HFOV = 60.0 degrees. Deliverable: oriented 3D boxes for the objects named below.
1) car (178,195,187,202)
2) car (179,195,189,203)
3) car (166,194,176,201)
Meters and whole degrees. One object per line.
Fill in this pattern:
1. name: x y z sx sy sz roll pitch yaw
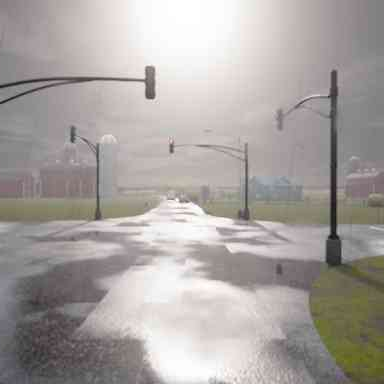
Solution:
1. car: -2.258 1.552 79.989 1.837 1.490 4.892 0 0 -4
2. car: -1.656 1.701 70.004 1.895 1.301 4.718 0 0 -3
3. car: -4.640 1.264 74.007 1.812 1.442 4.674 0 0 -3
